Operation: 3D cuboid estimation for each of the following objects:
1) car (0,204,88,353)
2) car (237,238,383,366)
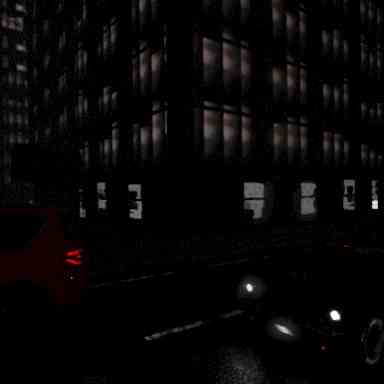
[{"bbox_3d":[-4.323,1.226,4.593,5.566,2.045,2.150,0,0,-36],"label":"car"},{"bbox_3d":[3.060,1.574,5.871,4.718,1.301,1.895,0,0,-36],"label":"car"}]
